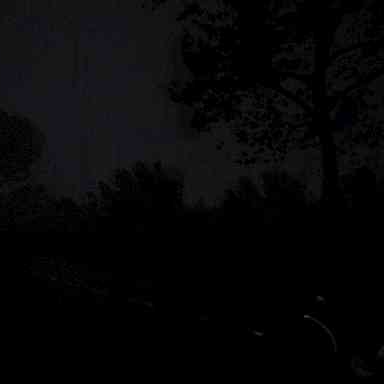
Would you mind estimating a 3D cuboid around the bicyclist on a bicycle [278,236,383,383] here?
[{"bbox_3d":[1.837,1.370,3.745,1.843,1.776,0.659,0,0,35],"label":"bicyclist on a bicycle"}]

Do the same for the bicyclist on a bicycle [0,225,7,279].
[{"bbox_3d":[-5.348,1.442,8.866,1.656,1.620,0.582,0,0,35],"label":"bicyclist on a bicycle"}]
